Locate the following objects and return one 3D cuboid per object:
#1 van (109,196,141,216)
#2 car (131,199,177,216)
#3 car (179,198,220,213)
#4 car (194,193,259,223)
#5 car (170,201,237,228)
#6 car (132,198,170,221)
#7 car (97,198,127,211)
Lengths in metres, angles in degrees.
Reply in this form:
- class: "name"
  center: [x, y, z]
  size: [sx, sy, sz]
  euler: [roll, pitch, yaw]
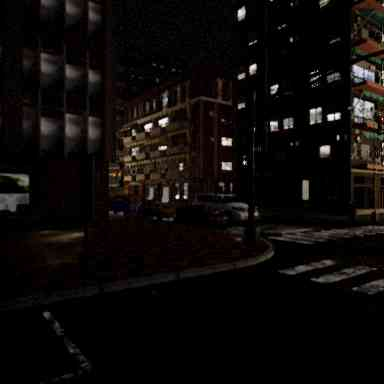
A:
- class: "van"
  center: [-5.994, 1.227, 30.664]
  size: [1.690, 1.788, 3.998]
  euler: [0, 0, -36]
- class: "car"
  center: [-3.792, 1.437, 32.035]
  size: [2.033, 1.411, 5.357]
  euler: [0, 0, -36]
- class: "car"
  center: [0.717, 1.423, 35.686]
  size: [1.752, 1.417, 4.829]
  euler: [0, 0, -36]
- class: "car"
  center: [2.181, 1.128, 23.705]
  size: [2.150, 2.045, 5.566]
  euler: [0, 0, -36]
- class: "car"
  center: [0.607, 1.486, 21.460]
  size: [1.802, 1.307, 4.206]
  euler: [0, 0, -36]
- class: "car"
  center: [-2.594, 1.420, 25.923]
  size: [1.752, 1.417, 4.829]
  euler: [0, 0, -36]
- class: "car"
  center: [-9.714, 1.478, 40.318]
  size: [1.895, 1.301, 4.718]
  euler: [0, 0, -36]
